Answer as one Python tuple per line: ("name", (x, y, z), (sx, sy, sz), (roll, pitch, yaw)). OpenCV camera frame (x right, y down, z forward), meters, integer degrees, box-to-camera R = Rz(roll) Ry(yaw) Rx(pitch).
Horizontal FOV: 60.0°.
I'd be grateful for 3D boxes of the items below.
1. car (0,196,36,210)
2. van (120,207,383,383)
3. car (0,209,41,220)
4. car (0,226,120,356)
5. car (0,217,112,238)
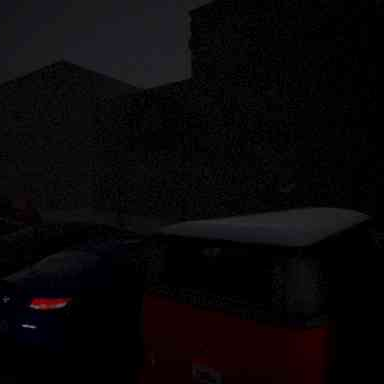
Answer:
("car", (-7.777, 1.166, 10.832), (2.435, 2.045, 5.566), (0, 0, 35))
("van", (1.373, 1.246, 4.516), (1.878, 1.987, 4.442), (0, 0, 35))
("car", (-5.498, 1.431, 9.241), (2.231, 1.521, 4.892), (0, 0, 35))
("car", (-1.066, 1.496, 6.100), (2.002, 1.452, 4.674), (0, 0, 35))
("car", (-3.246, 1.472, 7.614), (2.163, 1.488, 4.792), (0, 0, 35))
